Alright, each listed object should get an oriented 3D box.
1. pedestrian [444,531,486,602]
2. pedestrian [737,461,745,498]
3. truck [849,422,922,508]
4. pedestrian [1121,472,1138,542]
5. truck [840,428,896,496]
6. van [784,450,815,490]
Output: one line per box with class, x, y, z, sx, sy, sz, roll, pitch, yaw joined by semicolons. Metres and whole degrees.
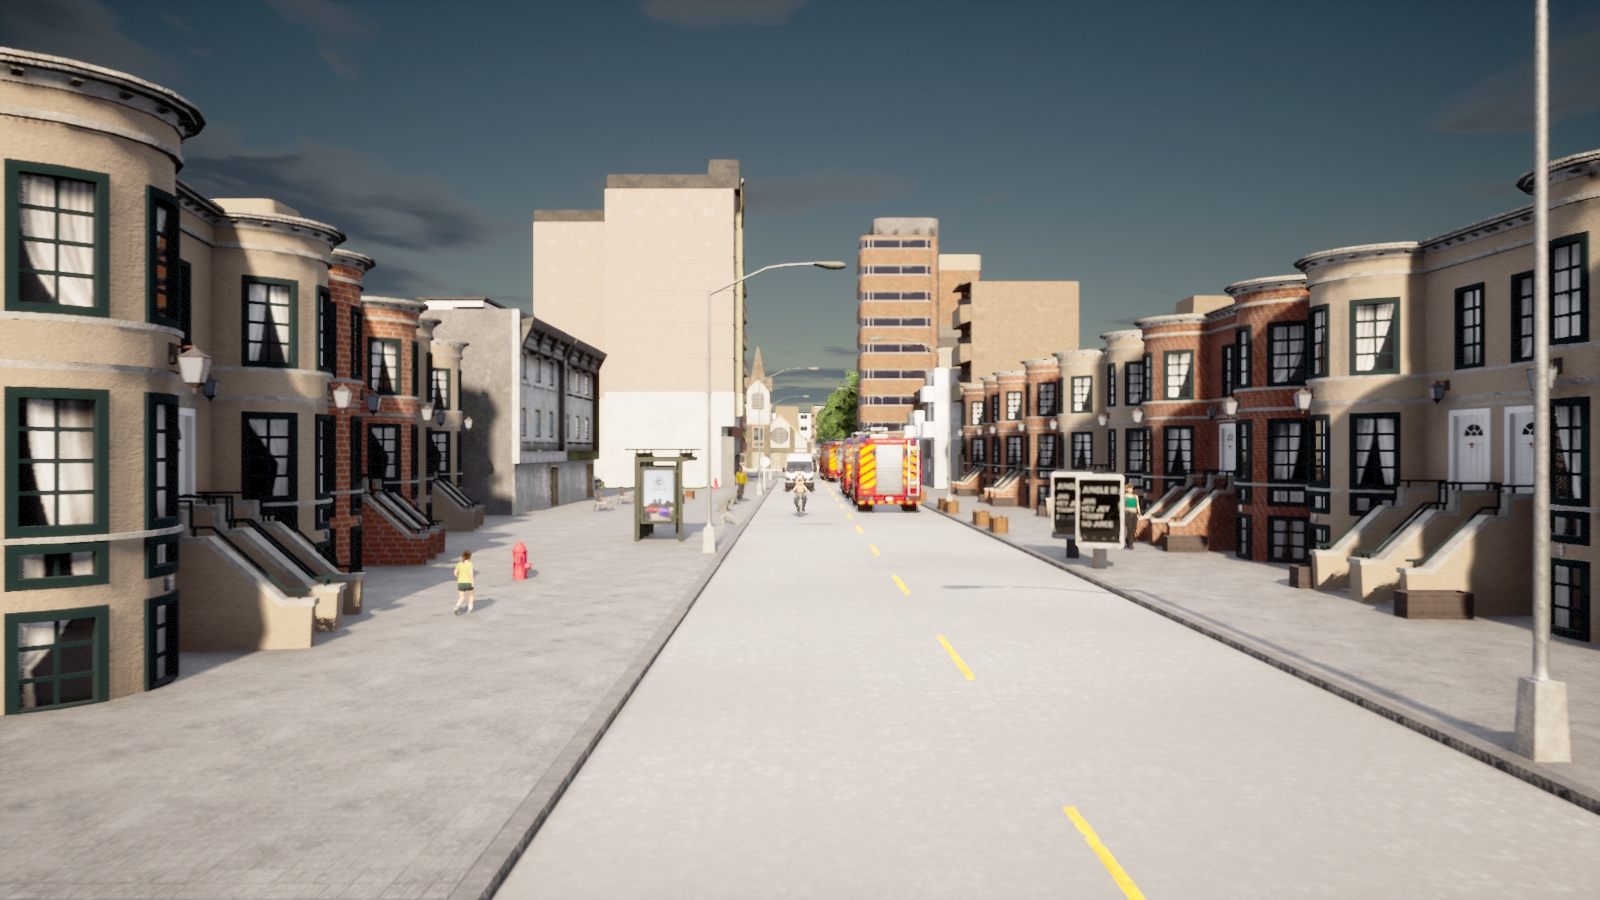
pedestrian;-5.507;1.905;18.780;0.500;1.100;0.500;0;0;8
pedestrian;-3.023;1.522;58.643;0.375;1.860;0.375;0;0;1
truck;4.003;0.669;55.165;2.891;3.827;8.468;0;0;0
pedestrian;8.880;1.522;30.812;0.375;1.860;0.375;0;0;2
truck;3.987;0.669;68.701;2.891;3.827;8.468;0;0;0
van;-0.023;1.313;77.348;1.988;2.561;5.915;0;0;0
